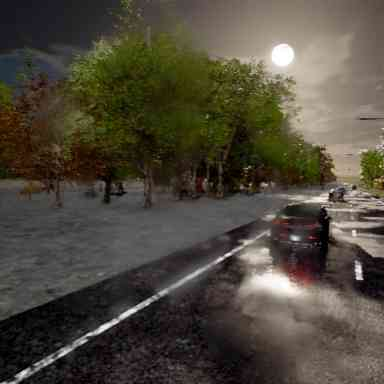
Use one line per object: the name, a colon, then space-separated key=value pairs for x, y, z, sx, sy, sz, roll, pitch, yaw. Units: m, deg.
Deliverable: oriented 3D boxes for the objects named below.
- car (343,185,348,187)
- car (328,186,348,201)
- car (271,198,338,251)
car: x=33.677 y=-0.325 z=74.930 sx=1.994 sy=1.385 sz=4.181 roll=3 pitch=2 yaw=25
car: x=19.593 y=0.353 z=45.043 sx=2.128 sy=1.511 sz=4.902 roll=3 pitch=2 yaw=25
car: x=4.269 y=1.143 z=12.529 sx=1.837 sy=1.490 sz=4.892 roll=3 pitch=2 yaw=25
